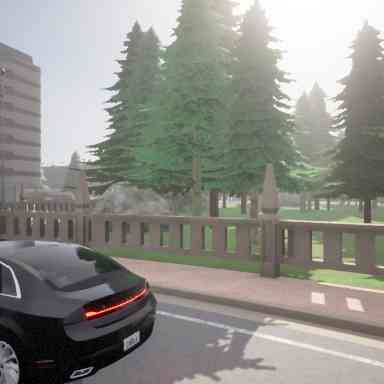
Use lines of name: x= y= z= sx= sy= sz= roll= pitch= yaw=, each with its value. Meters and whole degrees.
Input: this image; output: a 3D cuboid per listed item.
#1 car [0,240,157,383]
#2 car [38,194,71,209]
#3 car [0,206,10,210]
car: x=-2.847 y=1.505 z=5.067 sx=4.892 sy=1.490 sz=1.837 roll=0 pitch=0 yaw=28
car: x=-19.310 y=1.277 z=47.209 sx=2.150 sy=2.045 sz=5.566 roll=0 pitch=0 yaw=22
car: x=-23.248 y=1.603 z=37.259 sx=2.033 sy=1.411 sz=5.357 roll=0 pitch=0 yaw=21
